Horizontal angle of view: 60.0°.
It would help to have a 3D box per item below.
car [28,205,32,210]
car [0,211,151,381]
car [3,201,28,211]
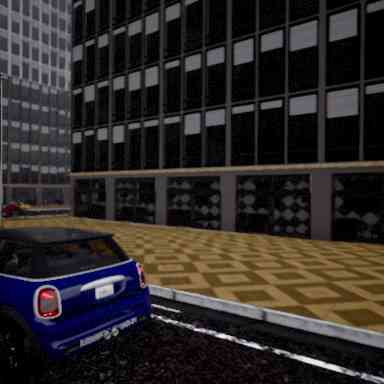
[{"bbox_3d":[-23.359,1.896,43.034,1.752,1.417,4.829,0,0,37],"label":"car"},{"bbox_3d":[-2.917,1.383,5.761,4.553,1.767,2.097,0,0,36],"label":"car"},{"bbox_3d":[-19.873,1.724,33.656,2.192,1.841,5.009,0,0,37],"label":"car"}]
